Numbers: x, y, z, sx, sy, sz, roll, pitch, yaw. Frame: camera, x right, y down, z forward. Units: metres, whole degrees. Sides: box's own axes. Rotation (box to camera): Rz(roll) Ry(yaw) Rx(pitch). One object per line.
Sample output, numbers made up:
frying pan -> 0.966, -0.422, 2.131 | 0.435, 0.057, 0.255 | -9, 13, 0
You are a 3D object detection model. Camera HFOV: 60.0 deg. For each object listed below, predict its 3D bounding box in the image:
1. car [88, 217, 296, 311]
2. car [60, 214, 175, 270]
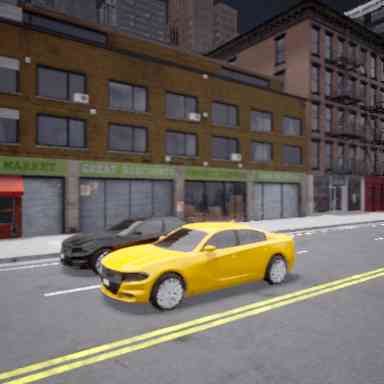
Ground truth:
car -> 0.365, 1.483, 7.935 | 5.008, 1.535, 1.882 | 0, 0, -35
car -> -1.519, 1.486, 10.582 | 5.008, 1.535, 1.882 | 0, 0, -35
